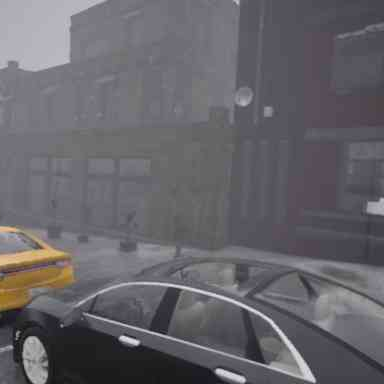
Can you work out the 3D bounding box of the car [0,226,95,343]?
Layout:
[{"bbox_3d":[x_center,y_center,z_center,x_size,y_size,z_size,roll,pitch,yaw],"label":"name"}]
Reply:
[{"bbox_3d":[-4.495,1.419,6.739,5.008,1.535,2.097,1,0,36],"label":"car"}]
